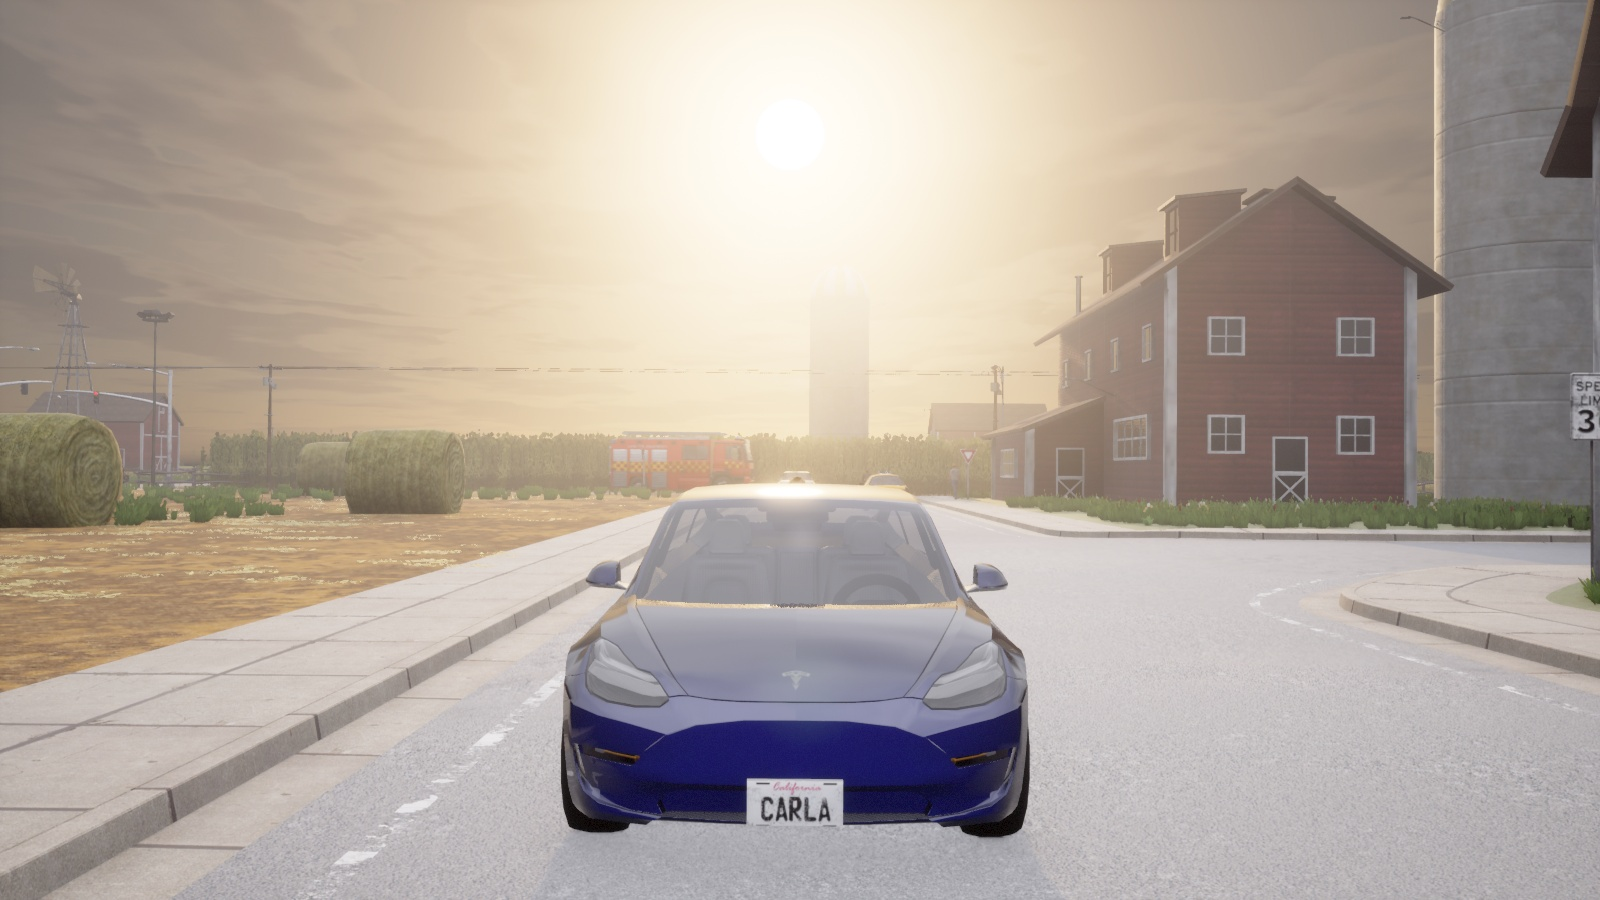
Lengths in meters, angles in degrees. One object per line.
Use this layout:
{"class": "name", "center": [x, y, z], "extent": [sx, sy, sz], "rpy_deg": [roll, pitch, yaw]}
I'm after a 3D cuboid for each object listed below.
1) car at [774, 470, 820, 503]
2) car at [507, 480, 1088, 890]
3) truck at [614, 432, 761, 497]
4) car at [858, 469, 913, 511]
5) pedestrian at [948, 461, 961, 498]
{"class": "car", "center": [-0.148, 1.737, 60.262], "extent": [2.128, 1.511, 4.902], "rpy_deg": [0, -1, 0]}
{"class": "car", "center": [-0.011, 0.931, 7.078], "extent": [2.163, 1.488, 4.792], "rpy_deg": [0, -1, 0]}
{"class": "truck", "center": [-6.726, 0.887, 75.778], "extent": [8.468, 3.827, 2.891], "rpy_deg": [0, -1, 3]}
{"class": "car", "center": [3.382, 1.564, 50.457], "extent": [1.801, 1.575, 5.366], "rpy_deg": [0, -1, 0]}
{"class": "pedestrian", "center": [7.770, 1.491, 63.069], "extent": [0.354, 1.836, 0.706], "rpy_deg": [0, -1, -22]}
